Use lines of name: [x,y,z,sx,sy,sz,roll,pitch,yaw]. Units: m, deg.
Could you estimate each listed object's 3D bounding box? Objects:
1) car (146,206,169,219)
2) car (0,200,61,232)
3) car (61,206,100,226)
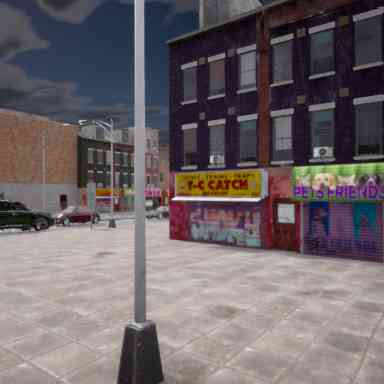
car: [-3.063,2.170,35.504,2.008,1.369,4.403,-2,-2,36]
car: [-11.012,1.455,19.547,2.150,2.045,5.566,0,-1,35]
car: [-9.487,1.825,26.712,1.967,1.590,4.097,-2,-2,36]
